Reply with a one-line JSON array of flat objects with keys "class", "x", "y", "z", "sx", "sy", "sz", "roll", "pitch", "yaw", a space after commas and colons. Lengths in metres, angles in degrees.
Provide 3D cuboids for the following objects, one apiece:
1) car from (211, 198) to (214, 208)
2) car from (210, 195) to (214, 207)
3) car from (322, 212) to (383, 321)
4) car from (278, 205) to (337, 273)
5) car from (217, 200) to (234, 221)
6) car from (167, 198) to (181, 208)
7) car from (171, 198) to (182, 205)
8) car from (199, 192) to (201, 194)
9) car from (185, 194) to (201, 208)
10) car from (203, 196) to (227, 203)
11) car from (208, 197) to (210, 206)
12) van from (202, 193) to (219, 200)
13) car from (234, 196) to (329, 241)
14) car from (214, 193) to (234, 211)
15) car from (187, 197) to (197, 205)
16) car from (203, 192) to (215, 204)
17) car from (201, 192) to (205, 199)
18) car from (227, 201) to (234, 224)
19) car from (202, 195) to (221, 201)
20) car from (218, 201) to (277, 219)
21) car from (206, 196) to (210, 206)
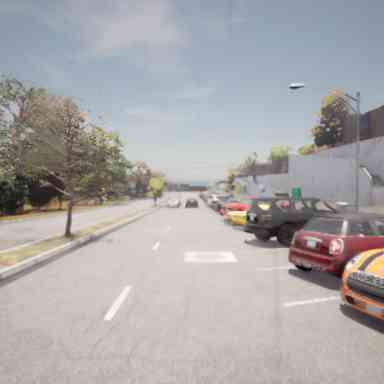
[{"class": "car", "x": 5.059, "y": 1.656, "z": 36.237, "sx": 5.008, "sy": 1.535, "sz": 2.097, "roll": 1, "pitch": -1, "yaw": -20}, {"class": "car", "x": 5.097, "y": 1.571, "z": 42.249, "sx": 4.553, "sy": 1.767, "sz": 2.185, "roll": 1, "pitch": 0, "yaw": -20}, {"class": "car", "x": 5.104, "y": 1.367, "z": 6.237, "sx": 4.553, "sy": 1.767, "sz": 2.185, "roll": 1, "pitch": 0, "yaw": -20}, {"class": "car", "x": 5.041, "y": 1.372, "z": 9.223, "sx": 4.553, "sy": 1.767, "sz": 2.185, "roll": 1, "pitch": 0, "yaw": -20}, {"class": "car", "x": 4.894, "y": 1.558, "z": 24.166, "sx": 5.366, "sy": 1.575, "sz": 1.946, "roll": 1, "pitch": 0, "yaw": -20}, {"class": "car", "x": -3.007, "y": 1.769, "z": 54.017, "sx": 1.812, "sy": 1.442, "sz": 4.674, "roll": 0, "pitch": 0, "yaw": 0}, {"class": "car", "x": -3.009, "y": 1.808, "z": 64.055, "sx": 1.895, "sy": 1.301, "sz": 4.718, "roll": 0, "pitch": 0, "yaw": 0}, {"class": "car", "x": 5.029, "y": 1.367, "z": 90.255, "sx": 4.553, "sy": 1.767, "sz": 2.185, "roll": 1, "pitch": 0, "yaw": -20}, {"class": "car", "x": -0.007, "y": 1.594, "z": 53.624, "sx": 2.097, "sy": 1.767, "sz": 4.553, "roll": 0, "pitch": 0, "yaw": 0}, {"class": "car", "x": 5.035, "y": 1.666, "z": 72.260, "sx": 4.792, "sy": 1.488, "sz": 2.163, "roll": 1, "pitch": 1, "yaw": -20}, {"class": "car", "x": 5.067, "y": 1.755, "z": 45.237, "sx": 4.674, "sy": 1.452, "sz": 2.002, "roll": 1, "pitch": 0, "yaw": -20}, {"class": "van", "x": 5.168, "y": 1.245, "z": 93.289, "sx": 4.442, "sy": 1.987, "sz": 1.878, "roll": 1, "pitch": 0, "yaw": -20}, {"class": "car", "x": 5.096, "y": 1.266, "z": 15.250, "sx": 5.566, "sy": 2.045, "sz": 2.435, "roll": 1, "pitch": -1, "yaw": -20}, {"class": "car", "x": 5.046, "y": 1.334, "z": 27.219, "sx": 5.566, "sy": 2.045, "sz": 2.435, "roll": 1, "pitch": 0, "yaw": -20}, {"class": "car", "x": -0.009, "y": 1.734, "z": 63.663, "sx": 1.812, "sy": 1.442, "sz": 4.674, "roll": 0, "pitch": 0, "yaw": 0}, {"class": "car", "x": 5.092, "y": 1.477, "z": 51.262, "sx": 5.566, "sy": 2.045, "sz": 2.435, "roll": 1, "pitch": 0, "yaw": -20}, {"class": "car", "x": 5.040, "y": 1.465, "z": 60.242, "sx": 5.566, "sy": 2.045, "sz": 2.435, "roll": 1, "pitch": 1, "yaw": -20}, {"class": "car", "x": 5.241, "y": 1.547, "z": 21.300, "sx": 5.366, "sy": 1.575, "sz": 1.946, "roll": 1, "pitch": -1, "yaw": -20}, {"class": "car", "x": 5.053, "y": 1.557, "z": 87.284, "sx": 4.674, "sy": 1.452, "sz": 2.002, "roll": 1, "pitch": 0, "yaw": -20}, {"class": "car", "x": 5.041, "y": 1.636, "z": 30.221, "sx": 4.792, "sy": 1.488, "sz": 2.163, "roll": 1, "pitch": 0, "yaw": -20}, {"class": "car", "x": 5.090, "y": 1.751, "z": 48.262, "sx": 4.792, "sy": 1.488, "sz": 2.163, "roll": 1, "pitch": 0, "yaw": -20}]
